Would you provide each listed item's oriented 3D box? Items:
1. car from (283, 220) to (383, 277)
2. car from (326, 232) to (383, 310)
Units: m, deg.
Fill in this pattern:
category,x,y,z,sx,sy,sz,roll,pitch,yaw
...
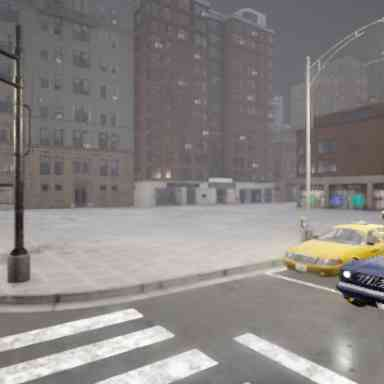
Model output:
category,x,y,z,sx,sy,sz,roll,pitch,yaw
car,4.620,1.515,9.513,4.829,1.417,1.752,0,0,-36
car,5.017,1.588,6.714,4.718,1.301,1.895,0,0,-34
